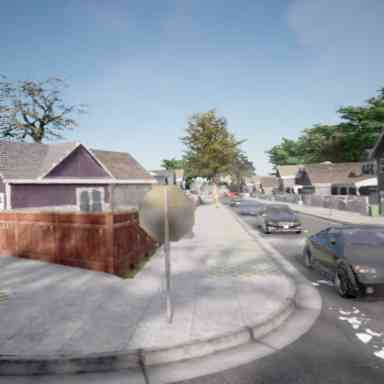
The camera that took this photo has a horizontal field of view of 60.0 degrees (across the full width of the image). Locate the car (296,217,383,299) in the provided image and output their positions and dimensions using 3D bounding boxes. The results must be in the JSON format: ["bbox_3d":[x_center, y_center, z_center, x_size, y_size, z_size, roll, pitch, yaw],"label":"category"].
[{"bbox_3d":[4.217,1.535,8.268,1.994,1.385,4.181,-2,0,3],"label":"car"}]

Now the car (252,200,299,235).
[{"bbox_3d":[4.786,1.456,18.871,1.837,1.490,4.892,-2,1,3],"label":"car"}]

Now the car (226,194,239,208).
[{"bbox_3d":[6.495,1.439,48.361,2.128,1.511,4.902,-2,0,3],"label":"car"}]

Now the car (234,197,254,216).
[{"bbox_3d":[5.515,1.490,32.227,2.033,1.411,5.357,-2,0,3],"label":"car"}]
